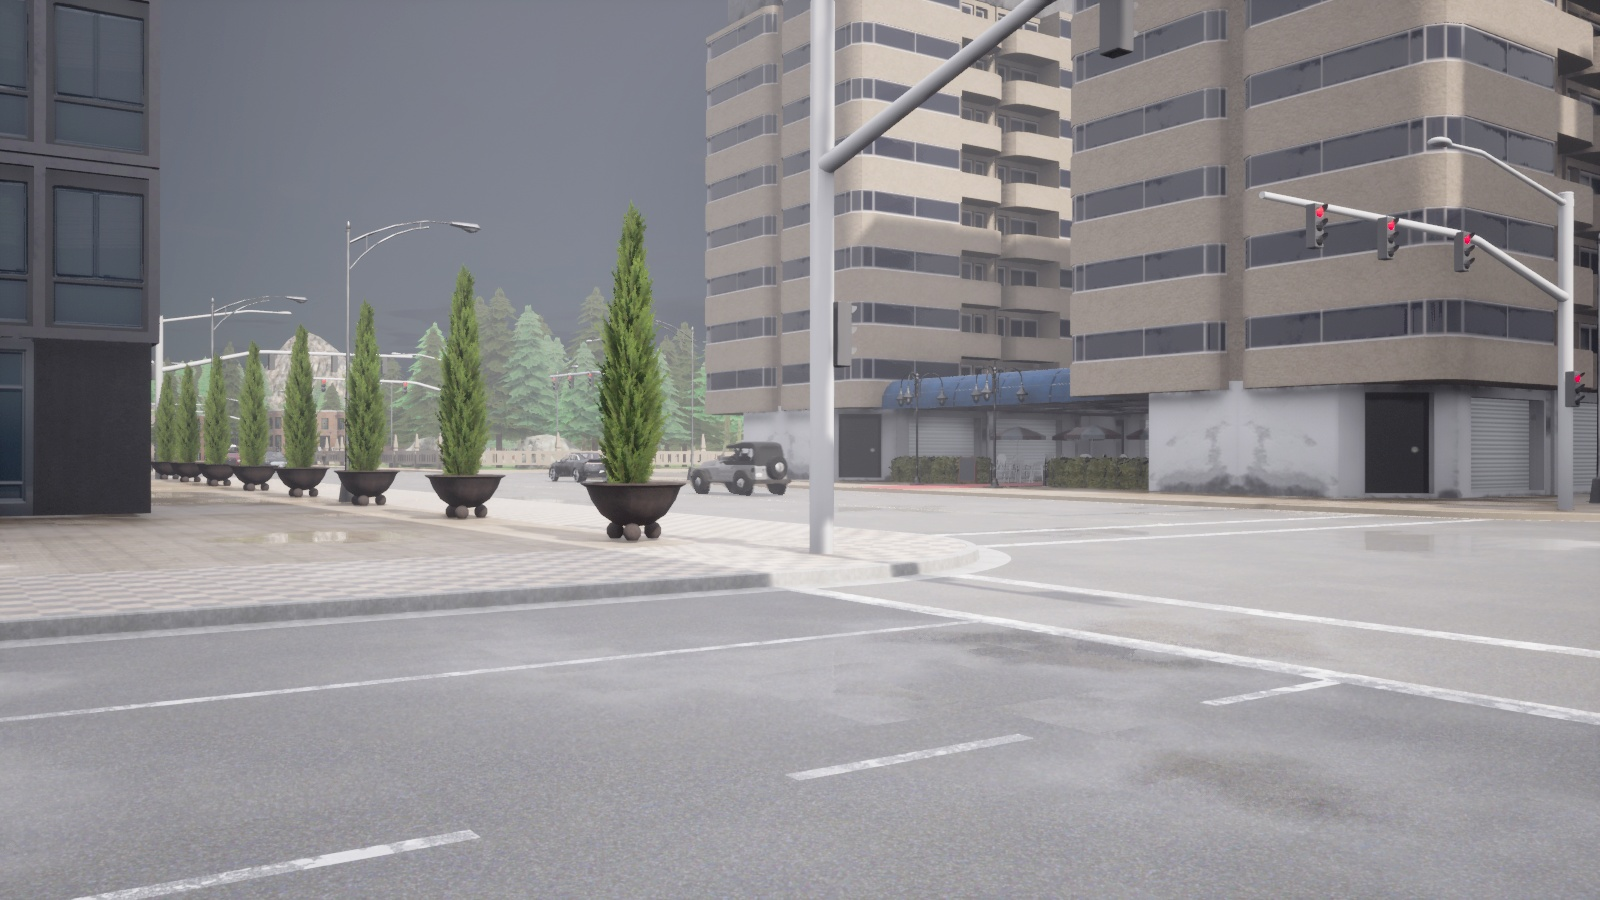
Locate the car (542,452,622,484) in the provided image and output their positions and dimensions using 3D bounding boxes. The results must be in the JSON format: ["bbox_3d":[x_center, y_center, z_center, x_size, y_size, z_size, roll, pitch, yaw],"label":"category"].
[{"bbox_3d":[-11.100,0.880,63.618,2.128,1.511,4.902,0,0,-34],"label":"car"}]

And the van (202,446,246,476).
[{"bbox_3d":[-40.309,0.769,87.841,2.069,2.038,4.480,0,0,-34],"label":"van"}]

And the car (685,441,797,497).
[{"bbox_3d":[-2.120,0.654,44.680,1.905,1.878,3.866,0,0,-44],"label":"car"}]

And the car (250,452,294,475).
[{"bbox_3d":[-38.355,0.979,91.189,2.033,1.649,4.856,0,0,-34],"label":"car"}]
